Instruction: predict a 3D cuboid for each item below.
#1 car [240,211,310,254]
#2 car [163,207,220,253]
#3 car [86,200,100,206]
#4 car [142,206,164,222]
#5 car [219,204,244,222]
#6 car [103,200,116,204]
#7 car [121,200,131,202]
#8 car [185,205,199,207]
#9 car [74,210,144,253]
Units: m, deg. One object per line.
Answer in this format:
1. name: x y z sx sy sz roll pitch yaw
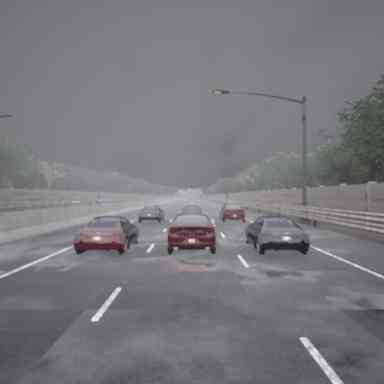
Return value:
1. car: 3.496 1.708 14.304 1.994 1.385 4.181 0 -1 0
2. car: -0.003 1.624 14.473 1.882 1.535 5.008 0 0 0
3. car: -21.037 2.401 70.956 1.994 1.385 4.181 0 -1 0
4. car: -3.513 1.879 29.293 1.994 1.385 4.181 0 -1 0
5. car: 3.489 1.795 29.489 1.882 1.535 5.008 0 0 0
6. car: -17.537 2.401 70.958 1.994 1.385 4.181 0 -1 0
7. car: -14.037 2.373 70.960 2.128 1.511 4.902 0 -1 0
8. car: -0.015 1.859 28.993 2.033 1.411 5.357 0 -1 0
9. car: -3.506 1.709 14.309 1.994 1.385 4.181 0 -1 0
